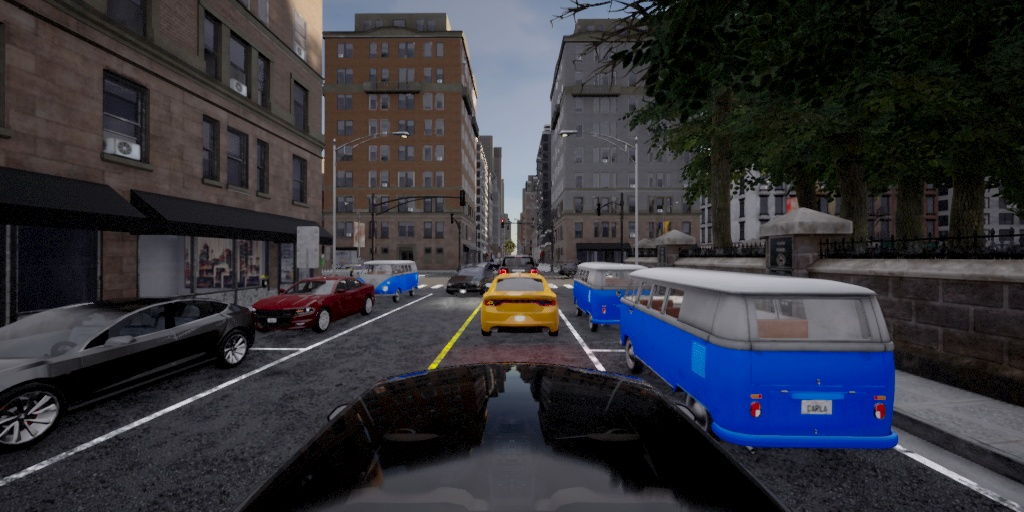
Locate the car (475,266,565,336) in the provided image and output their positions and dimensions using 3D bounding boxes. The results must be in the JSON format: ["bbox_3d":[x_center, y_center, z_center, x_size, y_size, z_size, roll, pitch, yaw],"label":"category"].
[{"bbox_3d":[0.224,1.226,10.405,1.882,1.535,5.008,0,0,1],"label":"car"}]

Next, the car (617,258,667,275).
[{"bbox_3d":[13.851,1.092,38.367,4.553,1.767,2.097,0,0,0],"label":"car"}]

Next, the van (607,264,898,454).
[{"bbox_3d":[2.714,1.090,5.001,1.690,1.789,3.998,0,0,1],"label":"van"}]

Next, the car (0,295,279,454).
[{"bbox_3d":[-5.809,1.315,5.159,1.948,1.339,4.313,0,0,1],"label":"car"}]

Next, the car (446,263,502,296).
[{"bbox_3d":[-2.063,1.292,19.671,2.033,1.411,5.357,0,0,6],"label":"car"}]

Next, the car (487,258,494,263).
[{"bbox_3d":[-2.311,1.083,49.610,2.097,1.767,4.553,0,0,2],"label":"car"}]

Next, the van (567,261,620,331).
[{"bbox_3d":[2.827,1.089,10.658,1.690,1.789,3.998,0,0,1],"label":"van"}]

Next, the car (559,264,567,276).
[{"bbox_3d":[6.603,1.230,31.712,4.892,1.490,1.837,0,0,0],"label":"car"}]

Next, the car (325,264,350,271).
[{"bbox_3d":[-12.333,1.329,28.586,4.718,1.301,1.895,0,0,0],"label":"car"}]

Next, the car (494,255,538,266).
[{"bbox_3d":[0.328,0.964,20.361,2.150,2.045,5.566,0,0,0],"label":"car"}]

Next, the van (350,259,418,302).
[{"bbox_3d":[-5.584,1.086,16.477,1.690,1.789,3.998,0,0,1],"label":"van"}]

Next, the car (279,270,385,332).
[{"bbox_3d":[-5.697,1.293,10.818,1.888,1.381,4.507,0,0,1],"label":"car"}]
